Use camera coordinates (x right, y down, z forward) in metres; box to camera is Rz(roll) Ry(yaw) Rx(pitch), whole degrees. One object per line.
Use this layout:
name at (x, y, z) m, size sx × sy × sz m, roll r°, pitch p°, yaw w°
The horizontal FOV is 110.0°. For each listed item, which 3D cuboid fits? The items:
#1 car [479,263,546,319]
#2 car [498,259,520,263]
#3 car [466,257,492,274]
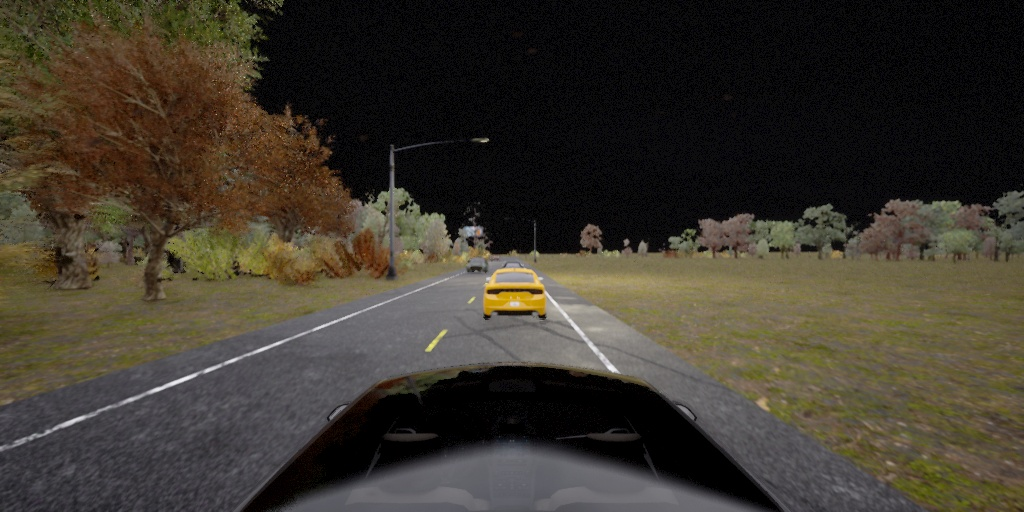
car at (0.086, 1.171, 12.530) m, size 1.882 × 1.535 × 5.008 m, roll 0°, pitch 0°, yaw 0°
car at (0.082, 1.167, 30.217) m, size 1.994 × 1.385 × 4.181 m, roll 0°, pitch 0°, yaw 0°
car at (-3.608, 0.914, 38.220) m, size 2.097 × 1.767 × 4.553 m, roll 0°, pitch 0°, yaw 0°
